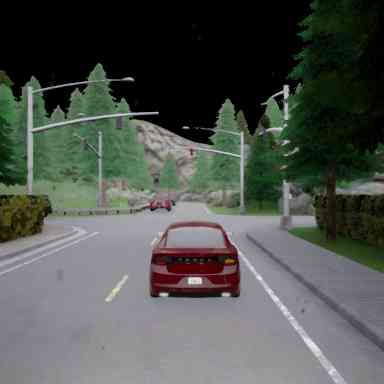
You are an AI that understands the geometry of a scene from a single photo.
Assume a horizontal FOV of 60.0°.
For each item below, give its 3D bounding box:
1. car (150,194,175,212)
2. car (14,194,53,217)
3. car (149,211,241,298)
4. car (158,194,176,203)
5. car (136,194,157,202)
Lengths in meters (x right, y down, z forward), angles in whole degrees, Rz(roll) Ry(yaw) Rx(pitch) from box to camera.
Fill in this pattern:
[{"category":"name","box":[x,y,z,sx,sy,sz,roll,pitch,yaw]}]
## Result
[{"category":"car","box":[-3.557,1.220,38.774,2.150,2.045,5.566,0,0,0]},{"category":"car","box":[-14.588,1.206,27.932,5.566,2.045,2.150,0,0,7]},{"category":"car","box":[0.074,1.478,8.578,1.882,1.535,5.008,0,0,0]},{"category":"car","box":[-5.263,1.355,69.283,2.097,1.767,4.553,0,0,-27]},{"category":"car","box":[-10.948,1.355,79.724,4.553,1.767,2.097,0,0,24]}]
